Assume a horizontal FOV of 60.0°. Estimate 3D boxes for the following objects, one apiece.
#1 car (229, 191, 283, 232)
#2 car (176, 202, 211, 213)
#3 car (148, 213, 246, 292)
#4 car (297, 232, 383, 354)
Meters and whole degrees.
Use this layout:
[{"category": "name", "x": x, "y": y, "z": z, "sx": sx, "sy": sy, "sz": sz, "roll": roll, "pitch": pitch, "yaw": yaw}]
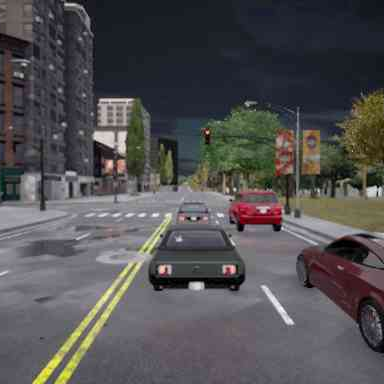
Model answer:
[{"category": "car", "x": 3.323, "y": 0.930, "z": 18.189, "sx": 2.150, "sy": 2.045, "sz": 5.566, "roll": 0, "pitch": 1, "yaw": 0}, {"category": "car", "x": 0.073, "y": 1.254, "z": 18.236, "sx": 2.033, "sy": 1.411, "sz": 5.357, "roll": 0, "pitch": 1, "yaw": 0}, {"category": "car", "x": 0.088, "y": 1.463, "z": 8.526, "sx": 1.895, "sy": 1.301, "sz": 4.718, "roll": 0, "pitch": 1, "yaw": 0}, {"category": "car", "x": 3.342, "y": 1.431, "z": 5.814, "sx": 1.812, "sy": 1.442, "sz": 4.674, "roll": 0, "pitch": 1, "yaw": 0}]
